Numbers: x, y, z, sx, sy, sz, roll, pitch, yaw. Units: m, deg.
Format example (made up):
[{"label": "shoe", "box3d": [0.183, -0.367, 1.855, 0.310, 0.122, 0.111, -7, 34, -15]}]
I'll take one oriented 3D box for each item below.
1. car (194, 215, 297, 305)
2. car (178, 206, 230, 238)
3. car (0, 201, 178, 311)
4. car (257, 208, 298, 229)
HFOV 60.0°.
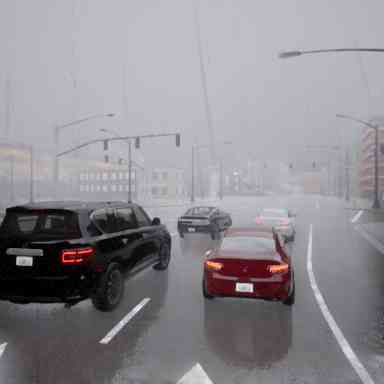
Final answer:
[{"label": "car", "box3d": [1.452, 1.524, 8.124, 1.812, 1.442, 4.674, 0, 0, 13]}, {"label": "car", "box3d": [0.784, 1.489, 17.289, 2.128, 1.511, 4.902, 0, 0, 19]}, {"label": "car", "box3d": [-2.161, 1.220, 8.039, 2.150, 2.045, 5.566, 0, 0, 12]}, {"label": "car", "box3d": [4.191, 1.523, 16.557, 1.812, 1.442, 4.674, 0, 0, 20]}]
